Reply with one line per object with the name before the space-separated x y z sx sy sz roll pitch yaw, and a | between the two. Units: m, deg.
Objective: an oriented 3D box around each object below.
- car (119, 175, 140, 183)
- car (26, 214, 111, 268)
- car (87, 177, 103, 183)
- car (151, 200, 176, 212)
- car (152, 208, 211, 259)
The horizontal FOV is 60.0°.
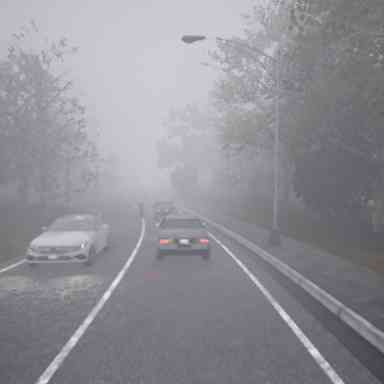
car | -16.581 -3.475 88.277 5.566 2.045 2.150 2 5 24
car | -4.032 1.544 11.593 1.812 1.442 4.674 0 0 -4
car | -24.976 -3.178 86.936 4.553 1.767 2.097 -1 5 -3
car | -2.322 1.366 27.421 2.033 1.411 5.357 -1 2 -10
car | -0.402 1.545 12.587 2.033 1.411 5.357 0 0 -4
